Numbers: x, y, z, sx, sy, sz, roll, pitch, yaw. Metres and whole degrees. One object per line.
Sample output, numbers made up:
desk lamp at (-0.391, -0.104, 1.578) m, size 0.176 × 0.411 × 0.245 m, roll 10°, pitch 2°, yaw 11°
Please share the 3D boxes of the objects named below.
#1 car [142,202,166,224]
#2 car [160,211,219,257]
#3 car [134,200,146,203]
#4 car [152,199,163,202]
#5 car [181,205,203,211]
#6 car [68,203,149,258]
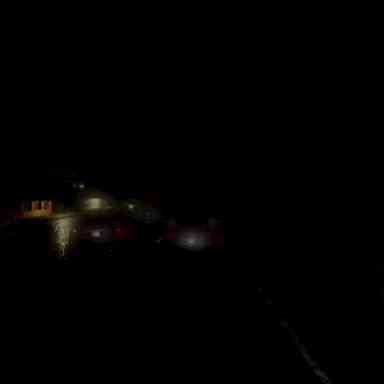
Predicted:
car at (-3.255, 1.825, 27.522) m, size 2.033 × 1.411 × 5.357 m, roll 0°, pitch -1°, yaw 0°
car at (0.017, 1.698, 13.481) m, size 1.994 × 1.385 × 4.181 m, roll 0°, pitch 0°, yaw 0°
car at (-9.803, 2.210, 63.553) m, size 2.033 × 1.411 × 5.357 m, roll 0°, pitch -1°, yaw 1°
car at (-6.562, 2.141, 63.542) m, size 1.882 × 1.535 × 5.008 m, roll 0°, pitch -1°, yaw 1°
car at (0.012, 1.817, 28.892) m, size 1.812 × 1.442 × 4.674 m, roll 0°, pitch 0°, yaw 1°
car at (-3.233, 1.484, 13.414) m, size 2.097 × 1.767 × 4.553 m, roll 0°, pitch -1°, yaw 0°
